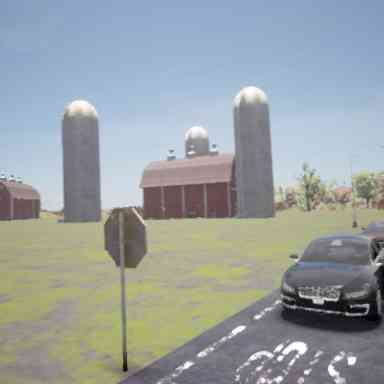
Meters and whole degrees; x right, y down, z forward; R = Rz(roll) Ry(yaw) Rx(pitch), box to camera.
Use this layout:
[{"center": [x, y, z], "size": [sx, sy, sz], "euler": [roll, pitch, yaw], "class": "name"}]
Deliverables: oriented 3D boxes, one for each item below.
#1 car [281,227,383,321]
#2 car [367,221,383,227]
[{"center": [3.727, 1.846, 8.196], "size": [1.837, 1.490, 4.892], "euler": [-5, -4, 35], "class": "car"}, {"center": [9.583, 2.146, 16.576], "size": [1.994, 1.385, 4.181], "euler": [-5, -4, 35], "class": "car"}]
